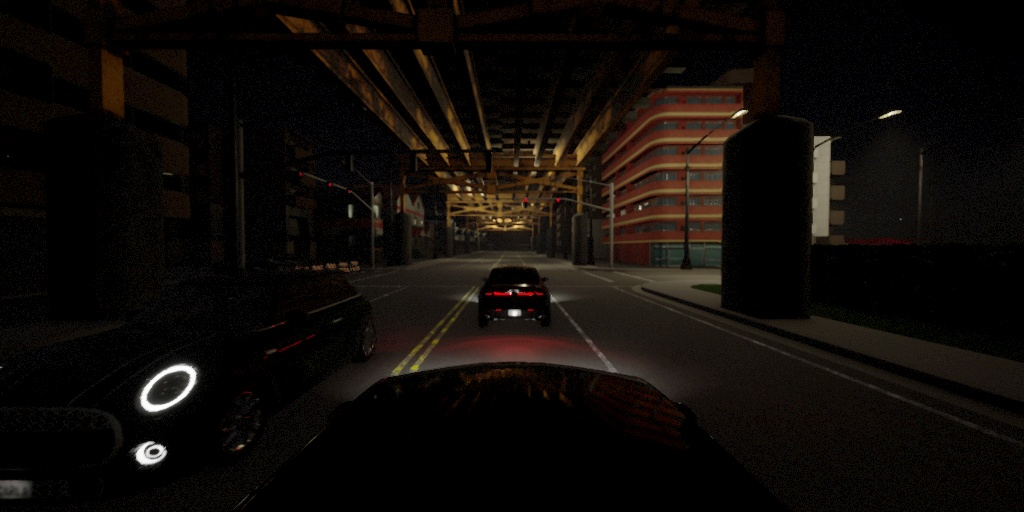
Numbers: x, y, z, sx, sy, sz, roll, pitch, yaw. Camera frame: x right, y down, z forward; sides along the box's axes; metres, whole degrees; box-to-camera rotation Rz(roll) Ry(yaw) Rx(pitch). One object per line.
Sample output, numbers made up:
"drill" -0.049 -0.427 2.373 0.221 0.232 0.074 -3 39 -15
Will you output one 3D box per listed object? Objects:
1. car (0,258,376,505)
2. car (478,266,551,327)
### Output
"car" -3.592 1.027 4.803 2.097 1.767 4.553 0 1 0
"car" 0.061 1.038 10.645 1.837 1.490 4.892 0 0 0
